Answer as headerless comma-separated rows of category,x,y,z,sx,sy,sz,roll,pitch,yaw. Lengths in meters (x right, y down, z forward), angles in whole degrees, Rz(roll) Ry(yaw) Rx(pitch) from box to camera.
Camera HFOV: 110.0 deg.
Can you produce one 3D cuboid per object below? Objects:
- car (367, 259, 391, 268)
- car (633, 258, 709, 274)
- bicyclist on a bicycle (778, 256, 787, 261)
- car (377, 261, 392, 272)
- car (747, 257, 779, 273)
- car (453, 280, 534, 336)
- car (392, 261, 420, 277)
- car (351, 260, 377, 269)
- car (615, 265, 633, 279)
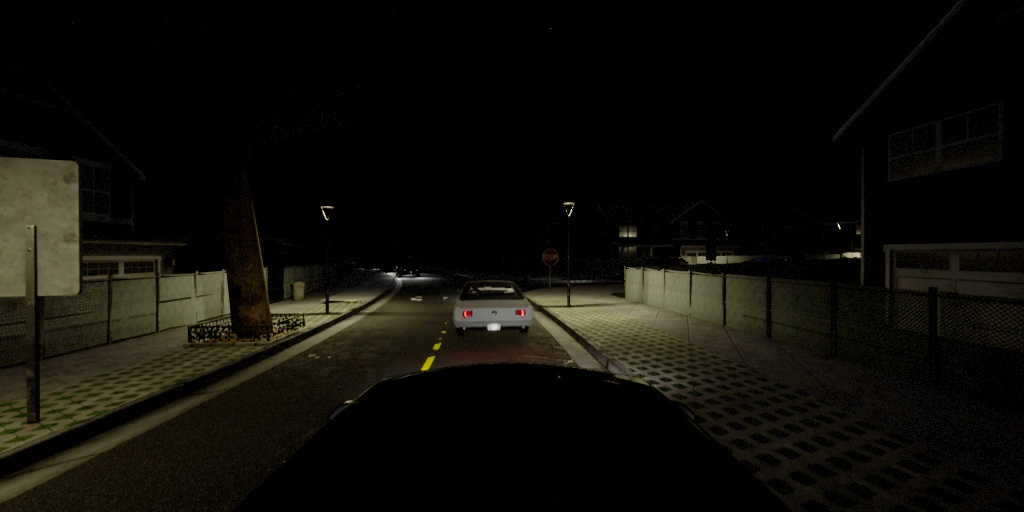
car,-22.234,1.287,59.902,2.033,1.411,5.357,0,0,-41
car,10.941,0.904,24.093,4.553,1.767,2.097,-1,0,-8
bicyclist on a bicycle,16.612,0.805,22.003,0.582,1.620,1.656,-1,0,-9
car,-15.071,1.333,44.719,1.895,1.301,4.718,0,0,-31
car,19.649,0.893,28.497,5.008,1.535,1.882,-1,1,-9
car,-0.651,1.349,10.482,1.895,1.301,4.718,0,0,-6
car,-10.307,1.237,35.301,1.837,1.490,4.892,0,0,-24
car,-22.848,1.295,56.025,2.033,1.411,5.357,0,0,-39
car,10.275,1.027,27.002,4.902,1.511,2.128,-1,0,-9
